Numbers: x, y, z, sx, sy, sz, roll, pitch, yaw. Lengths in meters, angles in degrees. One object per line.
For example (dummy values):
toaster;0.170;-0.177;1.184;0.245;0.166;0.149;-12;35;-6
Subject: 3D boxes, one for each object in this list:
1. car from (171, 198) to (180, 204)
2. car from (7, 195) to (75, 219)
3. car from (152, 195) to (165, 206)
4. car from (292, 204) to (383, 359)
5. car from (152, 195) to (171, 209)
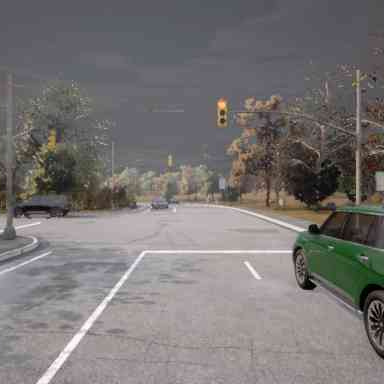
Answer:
car;-4.601;2.359;82.953;2.128;1.511;4.902;0;-1;-22
car;-13.425;1.274;29.784;5.566;2.045;2.150;0;1;-2
car;-6.459;1.668;63.744;2.150;2.045;5.566;0;-2;-10
car;3.586;1.221;6.026;2.150;2.045;5.566;0;0;0
car;-4.298;1.454;45.565;2.097;1.767;4.553;0;-1;-4
